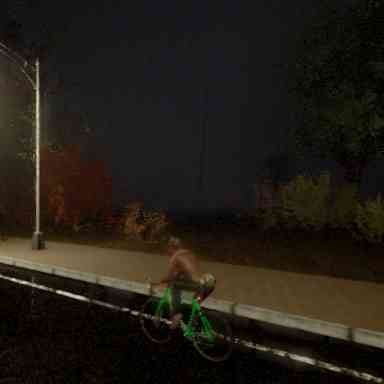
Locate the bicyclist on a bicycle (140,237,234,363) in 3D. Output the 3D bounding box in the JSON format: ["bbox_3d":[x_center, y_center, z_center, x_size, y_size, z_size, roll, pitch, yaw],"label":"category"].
[{"bbox_3d":[-0.142,1.479,4.726,1.656,1.620,0.582,-1,0,35],"label":"bicyclist on a bicycle"}]
